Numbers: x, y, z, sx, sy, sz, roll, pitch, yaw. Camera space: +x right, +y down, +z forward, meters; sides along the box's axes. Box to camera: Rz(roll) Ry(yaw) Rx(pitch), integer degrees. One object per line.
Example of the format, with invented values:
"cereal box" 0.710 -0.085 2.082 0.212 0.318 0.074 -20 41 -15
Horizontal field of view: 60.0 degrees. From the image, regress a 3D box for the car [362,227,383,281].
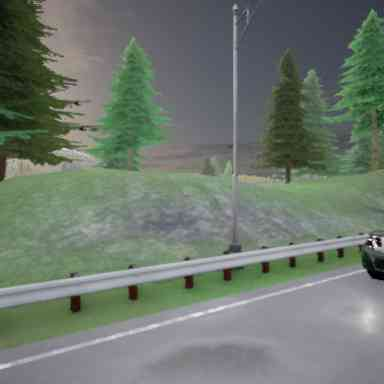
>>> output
"car" 6.778 1.219 8.738 5.566 2.045 2.150 0 0 -35
